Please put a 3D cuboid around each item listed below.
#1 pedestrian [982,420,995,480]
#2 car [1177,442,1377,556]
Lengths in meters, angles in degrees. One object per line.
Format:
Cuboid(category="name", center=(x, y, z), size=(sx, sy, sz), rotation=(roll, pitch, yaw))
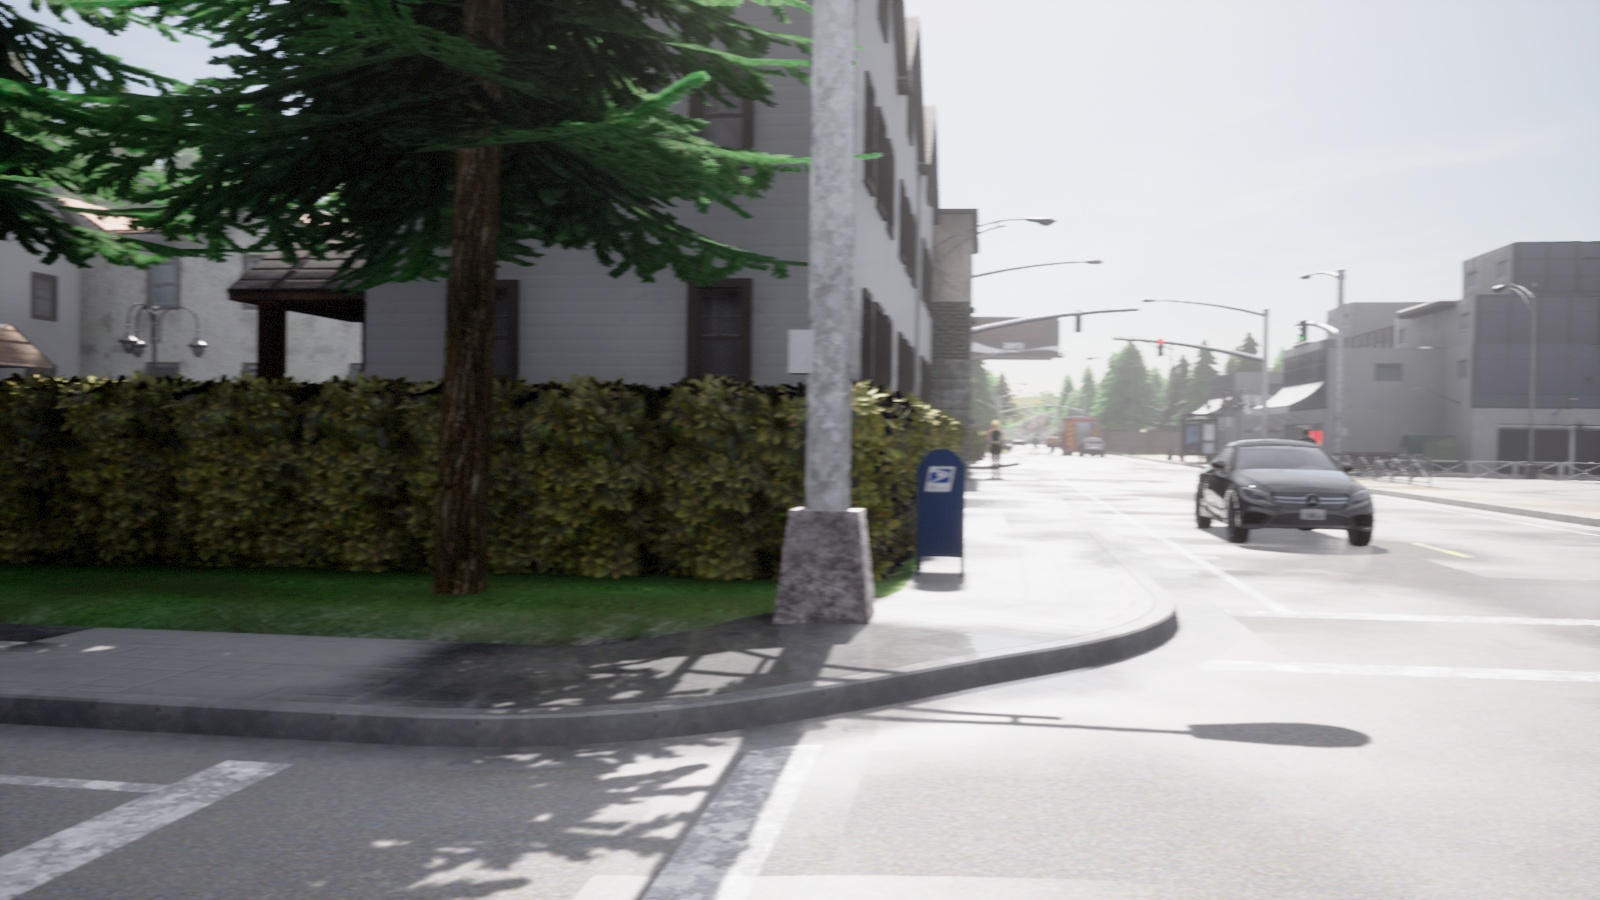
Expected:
Cuboid(category="pedestrian", center=(5.853, -0.001, 39.031), size=(0.345, 1.836, 0.594), rotation=(1, 1, 8))
Cuboid(category="car", center=(6.969, 0.621, 18.863), size=(1.812, 1.442, 4.674), rotation=(1, 1, 8))
